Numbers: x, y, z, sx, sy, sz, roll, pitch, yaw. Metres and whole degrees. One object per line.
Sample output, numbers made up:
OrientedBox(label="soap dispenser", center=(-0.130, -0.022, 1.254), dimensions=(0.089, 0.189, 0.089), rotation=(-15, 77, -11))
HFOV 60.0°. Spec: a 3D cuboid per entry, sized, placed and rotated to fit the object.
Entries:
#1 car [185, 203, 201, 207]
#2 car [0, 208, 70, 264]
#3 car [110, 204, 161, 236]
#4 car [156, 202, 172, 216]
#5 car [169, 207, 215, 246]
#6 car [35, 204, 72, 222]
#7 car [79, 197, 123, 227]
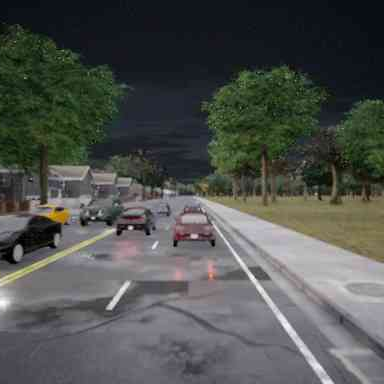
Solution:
OrientedBox(label="car", center=(0.088, 1.858, 36.880), dimensions=(1.895, 1.301, 4.718), rotation=(0, 0, 0))
OrientedBox(label="car", center=(-6.529, 1.563, 12.394), dimensions=(1.882, 1.535, 5.008), rotation=(0, 0, 0))
OrientedBox(label="car", center=(-3.156, 1.639, 19.567), dimensions=(1.837, 1.490, 4.892), rotation=(0, -1, 0))
OrientedBox(label="car", center=(-3.163, 1.792, 35.180), dimensions=(2.033, 1.411, 5.357), rotation=(0, 0, 0))
OrientedBox(label="car", center=(0.094, 1.636, 15.813), dimensions=(1.812, 1.442, 4.674), rotation=(0, 0, 0))
OrientedBox(label="car", center=(-9.808, 1.633, 22.518), dimensions=(1.882, 1.535, 5.008), rotation=(0, -1, 0))
OrientedBox(label="car", center=(-6.534, 1.395, 24.819), dimensions=(2.150, 2.045, 5.566), rotation=(0, -1, 0))
